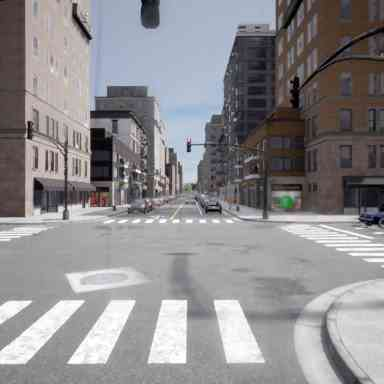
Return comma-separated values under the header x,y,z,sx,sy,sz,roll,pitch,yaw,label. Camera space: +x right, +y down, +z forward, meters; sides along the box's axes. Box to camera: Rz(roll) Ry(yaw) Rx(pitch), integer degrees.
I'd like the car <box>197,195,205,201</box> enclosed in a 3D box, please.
x,y,z,sx,sy,sz,roll,pitch,yaw,label
2.200,1.600,85.781,1.967,1.590,4.097,0,0,0,car

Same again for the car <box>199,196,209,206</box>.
x,y,z,sx,sy,sz,roll,pitch,yaw,label
2.242,1.641,47.206,1.802,1.307,4.206,0,0,0,car

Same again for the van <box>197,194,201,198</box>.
x,y,z,sx,sy,sz,roll,pitch,yaw,label
2.230,1.424,58.227,1.690,1.788,3.998,0,0,0,van

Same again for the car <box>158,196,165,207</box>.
x,y,z,sx,sy,sz,roll,pitch,yaw,label
-5.789,1.653,52.707,1.802,1.307,4.206,0,0,0,car

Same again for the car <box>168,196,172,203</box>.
x,y,z,sx,sy,sz,roll,pitch,yaw,label
-5.807,1.552,69.240,1.967,1.590,4.097,0,0,0,car

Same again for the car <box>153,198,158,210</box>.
x,y,z,sx,sy,sz,roll,pitch,yaw,label
-5.777,1.490,41.686,1.967,1.590,4.097,0,0,0,car

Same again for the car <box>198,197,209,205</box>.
x,y,z,sx,sy,sz,roll,pitch,yaw,label
2.224,1.647,63.738,2.008,1.369,4.403,0,0,0,car

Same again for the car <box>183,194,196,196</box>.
x,y,z,sx,sy,sz,roll,pitch,yaw,label
-0.422,1.664,73.454,2.033,1.411,5.357,0,0,0,car

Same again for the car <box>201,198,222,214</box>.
x,y,z,sx,sy,sz,roll,pitch,yaw,label
2.254,1.606,36.183,1.947,1.339,4.313,0,0,0,car

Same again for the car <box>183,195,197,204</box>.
x,y,z,sx,sy,sz,roll,pitch,yaw,label
-0.309,1.696,63.145,1.895,1.301,4.718,0,0,0,car

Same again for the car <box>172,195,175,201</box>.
x,y,z,sx,sy,sz,roll,pitch,yaw,label
-5.819,1.694,80.261,2.008,1.369,4.403,0,0,0,car

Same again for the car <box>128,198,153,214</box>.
x,y,z,sx,sy,sz,roll,pitch,yaw,label
-5.771,1.480,36.176,1.967,1.590,4.097,0,0,0,car

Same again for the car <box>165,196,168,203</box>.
x,y,z,sx,sy,sz,roll,pitch,yaw,label
-5.795,1.634,58.218,2.008,1.369,4.403,0,0,0,car

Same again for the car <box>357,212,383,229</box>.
x,y,z,sx,sy,sz,roll,pitch,yaw,label
12.991,1.553,20.726,4.718,1.301,1.895,0,0,0,car

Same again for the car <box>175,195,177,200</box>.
x,y,z,sx,sy,sz,roll,pitch,yaw,label
-5.831,1.721,91.283,1.887,1.381,4.507,0,0,0,car

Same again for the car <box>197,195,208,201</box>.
x,y,z,sx,sy,sz,roll,pitch,yaw,label
2.235,1.637,52.717,1.947,1.339,4.313,0,0,0,car
